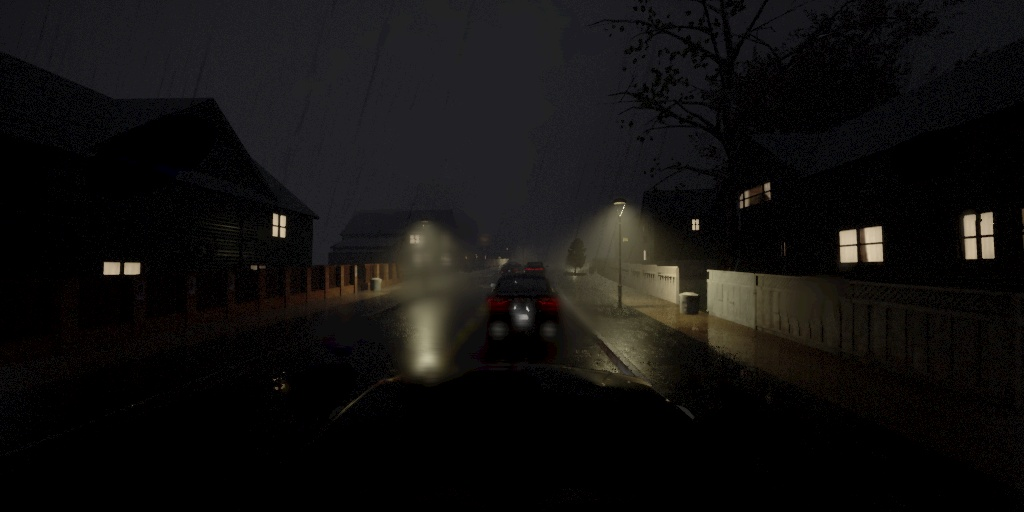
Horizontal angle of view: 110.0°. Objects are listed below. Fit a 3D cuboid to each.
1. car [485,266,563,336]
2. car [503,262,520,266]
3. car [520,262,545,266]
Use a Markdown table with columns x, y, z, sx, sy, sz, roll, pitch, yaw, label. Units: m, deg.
| x | y | z | sx | sy | sz | roll | pitch | yaw | label |
| --- | --- | --- | --- | --- | --- | --- | --- | --- | --- |
| 0.345 | 1.231 | 10.477 | 1.882 | 1.535 | 5.008 | 0 | 0 | 2 | car |
| 0.039 | 1.316 | 37.864 | 1.994 | 1.385 | 4.181 | 0 | 0 | 9 | car |
| 2.101 | 1.248 | 31.436 | 1.837 | 1.490 | 4.892 | 0 | 0 | 7 | car |
